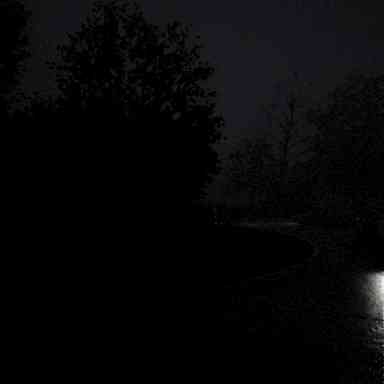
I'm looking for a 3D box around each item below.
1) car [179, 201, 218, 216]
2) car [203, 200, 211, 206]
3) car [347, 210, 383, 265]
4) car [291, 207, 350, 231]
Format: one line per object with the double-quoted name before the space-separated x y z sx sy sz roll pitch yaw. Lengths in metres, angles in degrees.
"car" 0.573 1.692 35.168 2.033 1.411 5.357 1 -1 -25
"car" 1.217 1.436 27.413 2.097 1.767 4.553 1 -1 -35
"car" 7.000 1.558 11.613 1.812 1.442 4.674 1 0 14
"car" 9.190 1.702 22.197 2.033 1.411 5.357 1 -1 -28
